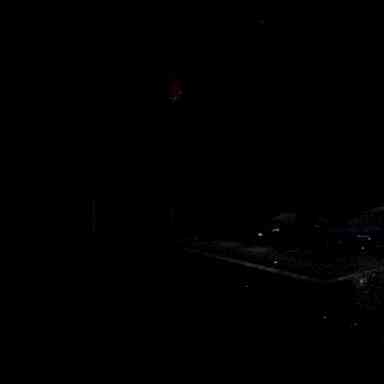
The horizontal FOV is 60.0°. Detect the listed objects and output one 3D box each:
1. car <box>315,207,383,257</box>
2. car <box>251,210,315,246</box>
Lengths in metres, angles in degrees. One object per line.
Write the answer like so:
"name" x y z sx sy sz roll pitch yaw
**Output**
"car" 7.469 1.586 13.595 5.008 1.535 1.882 1 0 -35
"car" 4.923 1.629 16.083 4.674 1.442 1.812 1 0 -35
